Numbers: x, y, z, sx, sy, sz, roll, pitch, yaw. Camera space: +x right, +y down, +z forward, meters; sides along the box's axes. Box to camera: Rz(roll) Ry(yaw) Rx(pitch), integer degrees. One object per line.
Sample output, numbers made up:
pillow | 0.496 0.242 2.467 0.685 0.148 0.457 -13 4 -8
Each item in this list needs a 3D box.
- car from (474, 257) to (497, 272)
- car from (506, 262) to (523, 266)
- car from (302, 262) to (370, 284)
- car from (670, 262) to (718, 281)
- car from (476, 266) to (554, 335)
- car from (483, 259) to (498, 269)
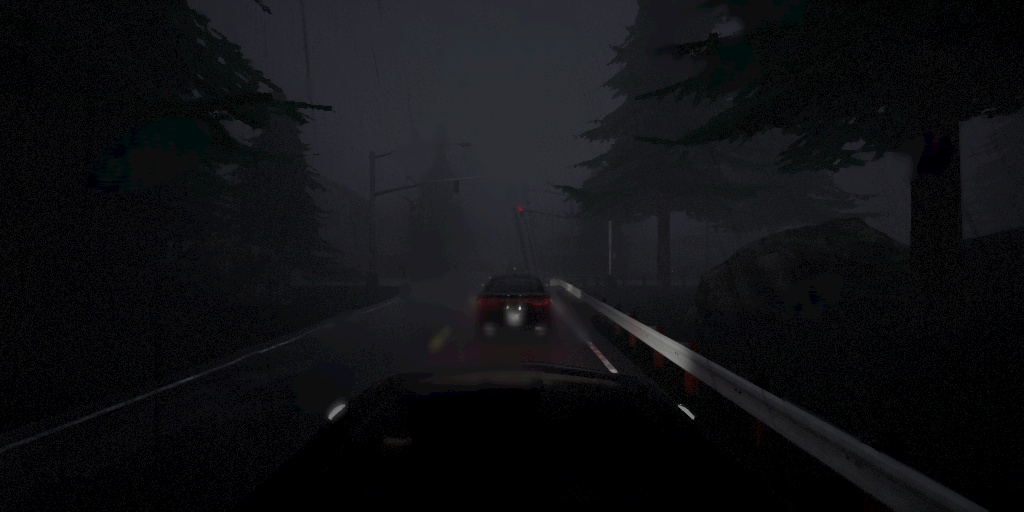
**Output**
car | -3.352 1.228 45.124 1.882 1.535 5.008 0 0 0
car | 0.317 1.314 40.796 1.994 1.385 4.181 0 0 0
car | -12.573 1.212 26.246 5.008 1.535 1.882 0 0 1
car | 15.235 1.226 29.610 4.902 1.511 2.128 0 0 0
car | 0.103 1.228 10.494 1.882 1.535 5.008 0 0 1
car | -3.294 1.228 55.491 1.882 1.535 5.008 0 0 1
